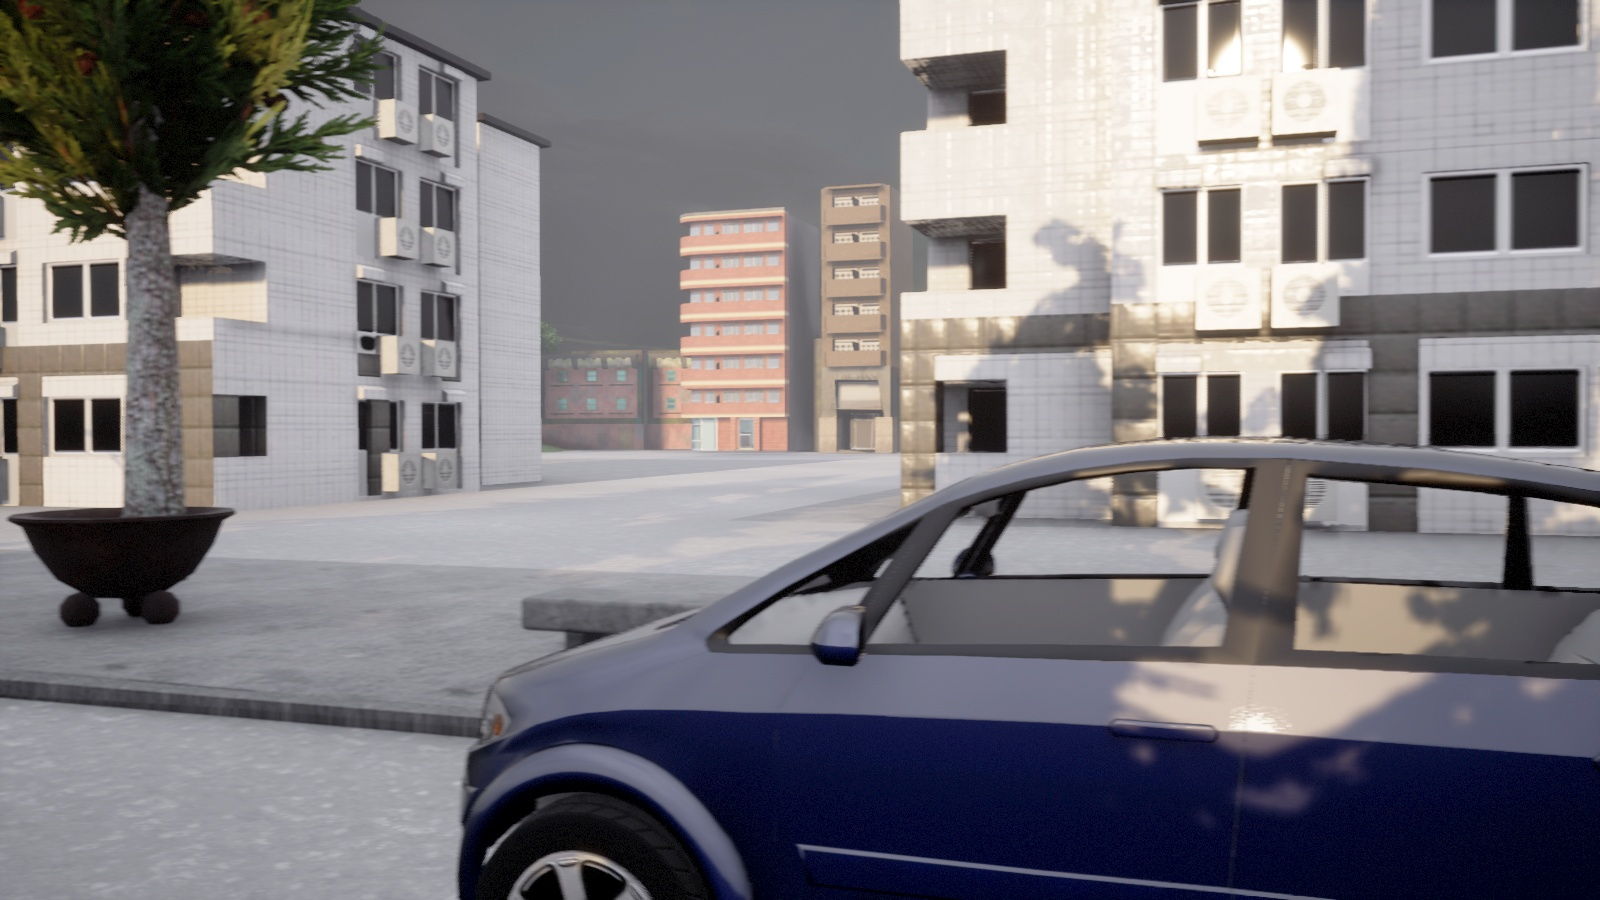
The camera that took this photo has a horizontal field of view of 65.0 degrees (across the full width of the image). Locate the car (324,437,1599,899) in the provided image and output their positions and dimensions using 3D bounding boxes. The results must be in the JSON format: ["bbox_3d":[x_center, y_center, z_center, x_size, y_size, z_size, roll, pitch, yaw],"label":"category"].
[{"bbox_3d":[0.835,0.753,3.440,3.705,1.549,1.789,1,1,19],"label":"car"}]
